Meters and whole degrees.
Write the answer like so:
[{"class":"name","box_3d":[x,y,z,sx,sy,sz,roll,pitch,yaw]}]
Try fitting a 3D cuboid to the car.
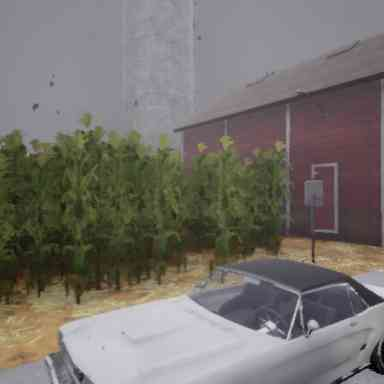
[{"class":"car","box_3d":[0.832,1.620,4.086,4.718,1.301,1.895,0,0,-36]}]
